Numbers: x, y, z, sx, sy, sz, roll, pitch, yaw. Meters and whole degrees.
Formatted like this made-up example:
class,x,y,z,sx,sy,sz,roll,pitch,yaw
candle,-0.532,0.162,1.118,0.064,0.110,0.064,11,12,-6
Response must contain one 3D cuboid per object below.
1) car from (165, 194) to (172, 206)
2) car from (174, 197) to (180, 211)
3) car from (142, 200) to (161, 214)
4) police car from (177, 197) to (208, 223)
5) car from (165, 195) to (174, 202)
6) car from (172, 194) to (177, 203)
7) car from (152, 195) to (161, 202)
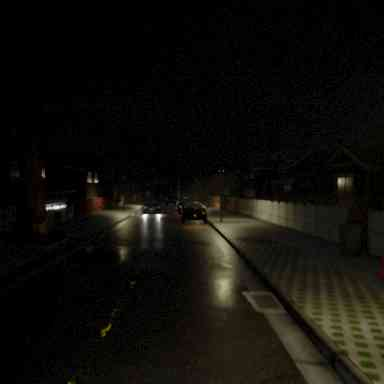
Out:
class,x,y,z,sx,sy,sz,roll,pitch,yaw
car,-3.640,1.397,59.882,2.150,2.045,5.566,0,0,-6
car,-0.592,1.538,35.728,1.882,1.535,5.008,0,0,-4
car,-4.392,1.598,36.852,1.812,1.442,4.674,0,0,-5
police car,0.072,1.453,25.812,1.930,1.638,5.238,0,0,-3
car,-5.266,1.575,76.912,1.882,1.535,5.008,0,0,-6
car,-1.094,1.436,41.707,2.097,1.767,4.553,0,0,-5
car,-8.189,1.538,77.949,2.033,1.411,5.357,0,0,-6
